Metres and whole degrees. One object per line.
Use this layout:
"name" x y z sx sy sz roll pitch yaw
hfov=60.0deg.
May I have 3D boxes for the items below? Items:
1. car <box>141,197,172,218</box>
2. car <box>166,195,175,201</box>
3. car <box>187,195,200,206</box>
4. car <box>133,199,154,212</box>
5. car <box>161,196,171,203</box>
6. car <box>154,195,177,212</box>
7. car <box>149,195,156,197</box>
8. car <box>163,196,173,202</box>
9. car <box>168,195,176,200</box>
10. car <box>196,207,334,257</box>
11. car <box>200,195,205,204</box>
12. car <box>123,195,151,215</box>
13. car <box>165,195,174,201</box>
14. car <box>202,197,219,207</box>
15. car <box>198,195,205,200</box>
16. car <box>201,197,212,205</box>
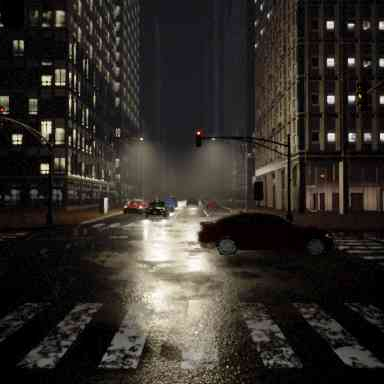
"car" -3.112 1.515 30.305 1.837 1.490 4.892 0 0 0
"car" -5.716 1.585 89.473 2.008 1.369 4.403 1 0 0
"car" 0.074 1.585 57.087 1.994 1.385 4.181 0 0 0
"car" -5.694 1.596 39.297 1.802 1.307 4.206 1 0 0
"car" -5.708 1.572 72.748 1.887 1.381 4.507 1 0 0
"car" -3.115 1.492 39.810 1.882 1.535 5.008 0 0 0
"car" -5.691 1.331 44.872 2.192 1.841 5.009 1 0 0
"car" -5.711 1.580 78.323 2.008 1.369 4.403 1 0 0
"car" -5.719 1.603 95.049 1.947 1.339 4.313 1 0 0
"car" 2.662 1.482 12.443 5.008 1.535 1.882 0 0 0
"car" 2.680 1.546 56.263 1.752 1.417 4.829 1 0 0
"car" -5.689 1.452 33.722 1.967 1.590 4.097 1 0 0
"car" -5.713 1.576 83.898 1.887 1.381 4.507 1 0 0
"car" 2.683 1.598 44.938 1.802 1.307 4.206 1 0 0
"car" 2.662 1.582 95.134 1.887 1.381 4.507 1 0 0
"car" 2.676 1.589 61.671 1.947 1.339 4.313 1 0 0
